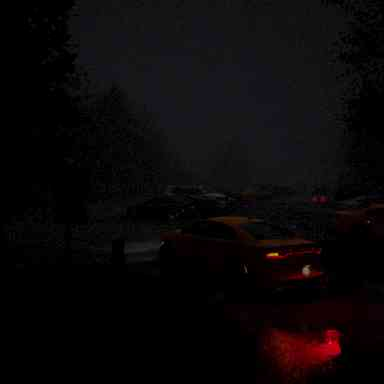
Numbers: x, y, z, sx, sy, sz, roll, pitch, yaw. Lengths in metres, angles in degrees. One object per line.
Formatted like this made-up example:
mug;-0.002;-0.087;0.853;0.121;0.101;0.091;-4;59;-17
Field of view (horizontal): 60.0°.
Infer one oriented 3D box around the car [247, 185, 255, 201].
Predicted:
car;3.465;0.370;34.876;5.366;1.575;1.946;1;3;24

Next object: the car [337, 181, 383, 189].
car;15.582;0.335;29.402;5.566;2.045;2.435;1;3;24

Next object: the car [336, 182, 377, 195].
car;25.726;-0.599;52.149;5.566;2.045;2.435;1;2;24

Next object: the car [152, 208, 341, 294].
car;0.933;1.365;8.580;1.882;1.535;5.008;2;-1;-31

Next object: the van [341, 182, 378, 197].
van;23.592;-0.383;47.039;4.442;1.987;1.878;1;2;24

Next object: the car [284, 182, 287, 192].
car;12.689;-0.435;55.053;4.792;1.488;2.163;1;2;24

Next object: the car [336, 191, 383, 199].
car;9.971;1.046;16.896;4.553;1.767;2.185;1;3;24

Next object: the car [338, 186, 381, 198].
car;22.357;-0.065;44.568;5.008;1.535;2.097;1;2;24

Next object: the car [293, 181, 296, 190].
car;17.264;-0.841;65.163;4.892;1.521;2.231;1;2;24

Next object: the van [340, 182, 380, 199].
van;21.114;-0.195;42.065;4.442;1.987;1.878;1;2;24

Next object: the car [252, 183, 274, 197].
car;7.209;0.028;42.314;5.366;1.575;1.946;1;3;24

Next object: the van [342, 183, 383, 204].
van;17.980;0.122;34.530;4.442;1.987;1.878;1;3;24

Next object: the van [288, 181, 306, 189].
van;28.501;-1.939;90.508;4.442;1.987;1.878;1;1;24

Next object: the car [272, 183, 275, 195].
car;8.167;-0.077;44.916;4.892;1.521;2.231;1;3;24

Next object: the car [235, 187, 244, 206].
car;1.532;0.613;29.664;5.366;1.575;1.946;1;3;24

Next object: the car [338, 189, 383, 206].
car;16.664;0.496;31.963;4.792;1.488;2.163;1;3;24

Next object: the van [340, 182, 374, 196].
van;24.512;-0.481;49.661;4.442;1.987;1.878;1;2;24

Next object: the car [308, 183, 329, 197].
car;18.239;-0.165;47.469;2.128;1.511;4.902;1;2;24

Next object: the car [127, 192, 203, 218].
car;-2.070;0.997;22.162;4.792;1.488;2.163;1;3;24

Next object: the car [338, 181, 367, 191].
car;34.843;-1.357;72.472;5.566;2.045;2.435;1;2;24

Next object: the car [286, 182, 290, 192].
car;13.824;-0.530;57.584;4.792;1.488;2.163;1;2;24

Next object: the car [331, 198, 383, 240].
car;8.804;1.289;14.391;5.008;1.535;2.097;1;3;24

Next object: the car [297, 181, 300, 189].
car;19.360;-1.037;70.305;5.366;1.575;1.946;1;2;24

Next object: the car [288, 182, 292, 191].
car;14.960;-0.624;60.116;4.792;1.488;2.163;1;2;24

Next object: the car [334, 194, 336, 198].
car;10.998;1.087;19.340;4.792;1.488;2.163;1;3;24

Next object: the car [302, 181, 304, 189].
car;22.931;-1.314;77.826;5.008;1.535;2.097;1;2;24

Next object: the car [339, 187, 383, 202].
car;19.033;0.264;37.103;4.792;1.488;2.163;1;3;24

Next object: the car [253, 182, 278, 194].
car;9.338;-0.304;47.430;4.553;1.767;2.185;1;2;24

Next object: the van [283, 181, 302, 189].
van;25.101;-1.730;82.926;4.442;1.987;1.878;1;2;24

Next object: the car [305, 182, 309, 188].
car;26.369;-1.848;85.397;5.566;2.045;2.435;1;2;24

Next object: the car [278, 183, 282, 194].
car;10.471;-0.246;49.966;4.792;1.488;2.163;1;2;24

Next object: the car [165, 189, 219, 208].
car;-0.903;0.850;24.677;5.008;1.535;2.097;1;3;24

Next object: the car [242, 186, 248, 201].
car;2.505;0.495;32.268;4.892;1.521;2.231;1;3;24

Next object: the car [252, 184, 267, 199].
car;5.786;0.130;40.048;5.366;1.575;1.946;1;3;24

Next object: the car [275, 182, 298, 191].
car;20.637;-1.251;72.769;4.553;1.767;2.185;1;2;24

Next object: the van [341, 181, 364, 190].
van;36.109;-1.423;74.940;4.442;1.987;1.878;1;2;24

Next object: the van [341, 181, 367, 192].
van;31.576;-1.046;64.836;4.442;1.987;1.878;1;2;24

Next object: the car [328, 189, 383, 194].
car;13.122;0.816;24.452;5.366;1.575;1.946;1;3;24

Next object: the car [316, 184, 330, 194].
car;22.452;-0.529;56.858;1.882;1.535;5.008;1;2;24

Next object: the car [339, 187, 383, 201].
car;20.113;0.162;39.510;4.792;1.488;2.163;1;2;24

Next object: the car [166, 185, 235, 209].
car;0.253;0.481;27.186;5.566;2.045;2.435;1;3;24

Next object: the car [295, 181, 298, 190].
car;18.388;-0.935;67.700;4.892;1.521;2.231;1;2;24

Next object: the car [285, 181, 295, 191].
car;15.953;-0.754;62.710;5.366;1.575;1.946;1;2;24

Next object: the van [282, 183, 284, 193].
van;11.686;-0.594;52.452;4.442;1.987;1.878;1;2;24

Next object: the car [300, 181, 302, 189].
car;21.772;-1.346;75.300;4.553;1.767;2.185;1;2;24
